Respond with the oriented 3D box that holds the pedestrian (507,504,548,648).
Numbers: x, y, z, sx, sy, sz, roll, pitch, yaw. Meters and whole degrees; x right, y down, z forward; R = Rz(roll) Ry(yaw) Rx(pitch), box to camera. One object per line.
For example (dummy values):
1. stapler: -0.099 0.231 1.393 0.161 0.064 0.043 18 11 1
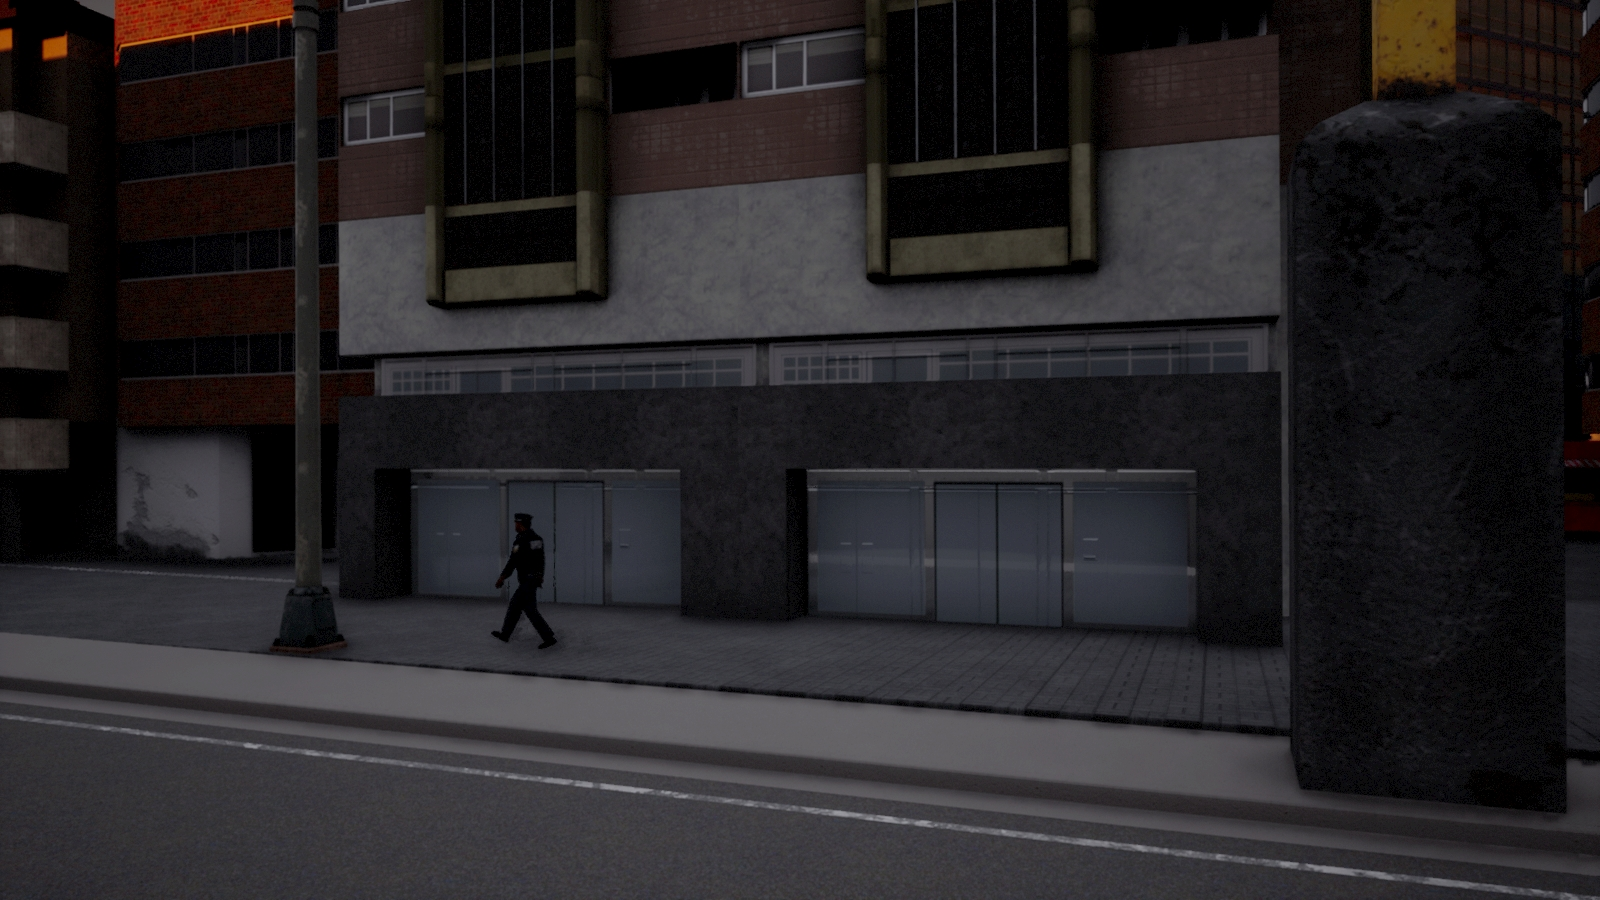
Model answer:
1. pedestrian: -3.609 1.653 15.135 0.375 1.860 0.375 0 0 20
